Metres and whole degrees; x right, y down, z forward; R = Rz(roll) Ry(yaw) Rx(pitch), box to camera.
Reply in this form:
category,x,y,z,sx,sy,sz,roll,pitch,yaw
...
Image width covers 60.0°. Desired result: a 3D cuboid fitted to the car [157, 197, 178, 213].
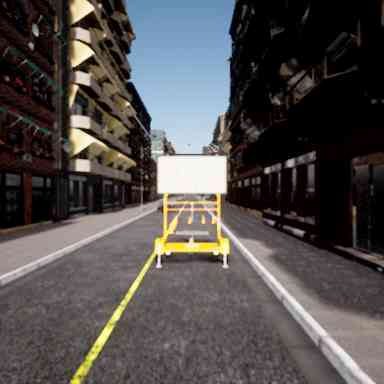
category,x,y,z,sx,sy,sz,roll,pitch,yaw
car,-2.834,1.629,38.094,1.994,1.385,4.181,0,0,0

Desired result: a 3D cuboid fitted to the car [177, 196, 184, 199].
category,x,y,z,sx,sy,sz,roll,pitch,yaw
car,-2.732,1.458,78.604,1.812,1.442,4.674,0,0,0

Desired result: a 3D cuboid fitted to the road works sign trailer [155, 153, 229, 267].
category,x,y,z,sx,sy,sz,roll,pitch,yaw
road works sign trailer,0.003,0.481,11.430,2.380,3.560,2.880,0,0,0
